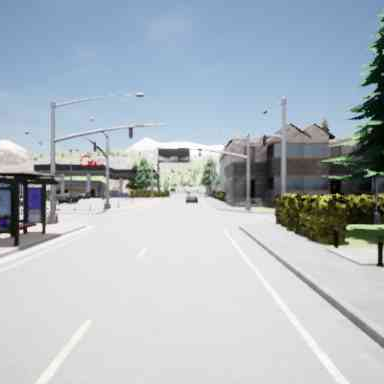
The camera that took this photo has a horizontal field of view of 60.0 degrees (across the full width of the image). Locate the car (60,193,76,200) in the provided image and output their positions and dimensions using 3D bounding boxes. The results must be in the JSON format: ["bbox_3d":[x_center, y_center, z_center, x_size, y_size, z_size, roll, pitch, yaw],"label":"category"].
[{"bbox_3d":[-25.948,0.948,69.750,1.970,1.475,3.806,0,0,0],"label":"car"}]

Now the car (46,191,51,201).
[{"bbox_3d":[-25.888,0.758,61.269,1.932,1.855,4.605,0,0,0],"label":"car"}]

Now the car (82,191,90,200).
[{"bbox_3d":[-22.622,0.669,69.146,1.905,1.878,3.866,0,0,0],"label":"car"}]

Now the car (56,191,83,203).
[{"bbox_3d":[-18.919,1.045,51.279,2.007,1.523,4.514,0,0,0],"label":"car"}]

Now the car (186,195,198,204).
[{"bbox_3d":[0.003,1.104,52.925,1.994,1.385,4.181,0,1,0],"label":"car"}]
